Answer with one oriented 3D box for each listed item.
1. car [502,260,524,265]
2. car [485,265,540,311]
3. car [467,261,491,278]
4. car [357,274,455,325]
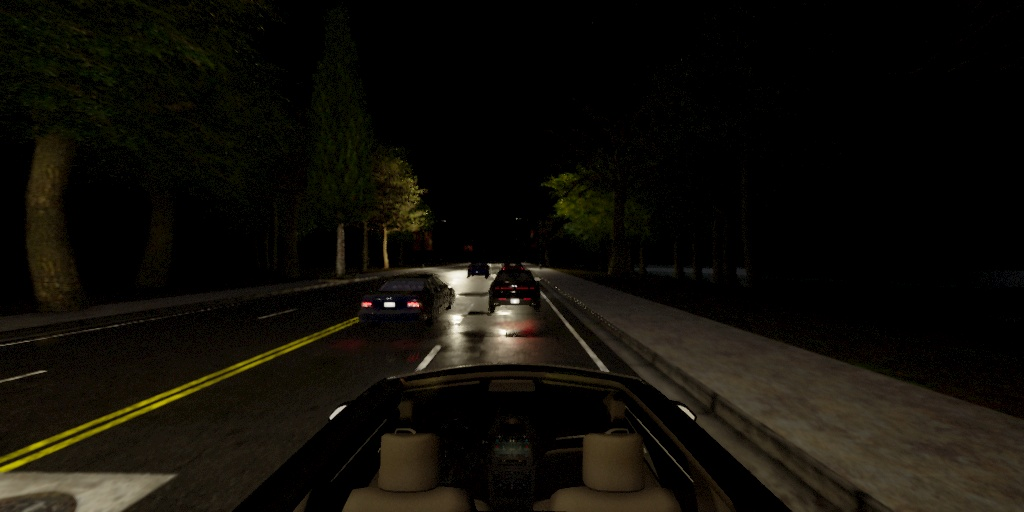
[{"bbox_3d":[0.091,1.146,32.495,2.097,1.767,4.553,0,0,0],"label":"car"},{"bbox_3d":[0.089,1.266,14.433,1.837,1.490,4.892,0,0,0],"label":"car"},{"bbox_3d":[-3.158,1.278,34.642,1.882,1.535,5.008,0,0,0],"label":"car"},{"bbox_3d":[-3.153,1.304,11.739,2.033,1.411,5.357,0,0,0],"label":"car"}]
